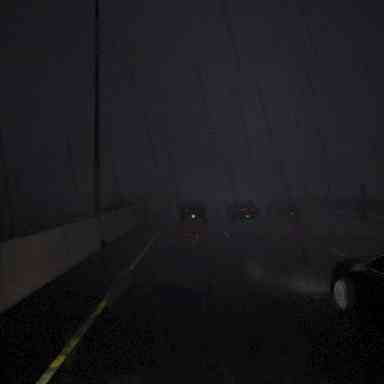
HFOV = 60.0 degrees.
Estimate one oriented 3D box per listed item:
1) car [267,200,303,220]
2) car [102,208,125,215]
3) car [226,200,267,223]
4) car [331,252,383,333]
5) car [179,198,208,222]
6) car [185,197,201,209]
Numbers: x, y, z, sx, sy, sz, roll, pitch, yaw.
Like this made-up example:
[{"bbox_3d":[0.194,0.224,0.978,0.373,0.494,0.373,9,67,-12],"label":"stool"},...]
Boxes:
[{"bbox_3d":[7.095,1.336,25.948,2.128,1.511,4.902,0,0,0],"label":"car"},{"bbox_3d":[-7.107,1.290,31.243,1.882,1.535,5.008,0,0,0],"label":"car"},{"bbox_3d":[3.595,1.348,23.922,2.128,1.511,4.902,0,0,0],"label":"car"},{"bbox_3d":[3.599,1.477,4.534,1.837,1.490,4.892,0,0,0],"label":"car"},{"bbox_3d":[0.095,1.357,24.909,1.837,1.490,4.892,0,1,0],"label":"car"},{"bbox_3d":[0.088,1.349,42.101,1.895,1.301,4.718,0,0,0],"label":"car"}]
